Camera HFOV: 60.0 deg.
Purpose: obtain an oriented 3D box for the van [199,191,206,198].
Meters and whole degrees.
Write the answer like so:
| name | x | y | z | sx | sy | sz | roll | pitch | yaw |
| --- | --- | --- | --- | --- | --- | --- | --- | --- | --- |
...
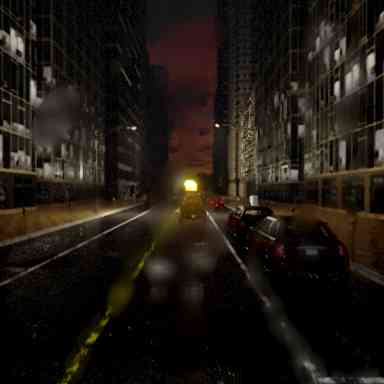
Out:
| name | x | y | z | sx | sy | sz | roll | pitch | yaw |
| --- | --- | --- | --- | --- | --- | --- | --- | --- | --- |
| van | 2.652 | 0.624 | 83.398 | 1.690 | 1.788 | 3.998 | 0 | 1 | 0 |

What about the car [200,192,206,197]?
| name | x | y | z | sx | sy | sz | roll | pitch | yaw |
| --- | --- | --- | --- | --- | --- | --- | --- | --- | --- |
| car | 2.665 | 1.112 | 54.938 | 1.947 | 1.339 | 4.313 | 0 | 1 | 0 |

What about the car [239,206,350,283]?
| name | x | y | z | sx | sy | sz | roll | pitch | yaw |
| --- | --- | --- | --- | --- | --- | --- | --- | --- | --- |
| car | 2.686 | 1.366 | 9.400 | 1.967 | 1.590 | 4.097 | 0 | 0 | 0 |

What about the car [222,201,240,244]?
| name | x | y | z | sx | sy | sz | roll | pitch | yaw |
| --- | --- | --- | --- | --- | --- | --- | --- | --- | --- |
| car | 2.683 | 1.322 | 15.092 | 1.967 | 1.590 | 4.097 | 0 | 0 | 0 |

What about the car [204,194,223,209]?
| name | x | y | z | sx | sy | sz | roll | pitch | yaw |
| --- | --- | --- | --- | --- | --- | --- | --- | --- | --- |
| car | 2.673 | 1.241 | 37.862 | 1.887 | 1.381 | 4.507 | 0 | 0 | 0 |

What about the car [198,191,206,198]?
| name | x | y | z | sx | sy | sz | roll | pitch | yaw |
| --- | --- | --- | --- | --- | --- | --- | --- | --- | --- |
| car | 2.650 | 0.668 | 89.089 | 1.967 | 1.590 | 4.097 | 0 | 1 | 0 |

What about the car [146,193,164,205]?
| name | x | y | z | sx | sy | sz | roll | pitch | yaw |
| --- | --- | --- | --- | --- | --- | --- | --- | --- | --- |
| car | -5.713 | 1.142 | 49.249 | 1.887 | 1.381 | 4.507 | 0 | 1 | 0 |

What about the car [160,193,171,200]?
| name | x | y | z | sx | sy | sz | roll | pitch | yaw |
| --- | --- | --- | --- | --- | --- | --- | --- | --- | --- |
| car | -5.724 | 0.957 | 72.019 | 1.947 | 1.339 | 4.313 | 0 | 1 | 0 |

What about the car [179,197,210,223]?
| name | x | y | z | sx | sy | sz | roll | pitch | yaw |
| --- | --- | --- | --- | --- | --- | --- | --- | --- | --- |
| car | 0.087 | 1.341 | 23.445 | 1.812 | 1.442 | 4.674 | 0 | 1 | 0 |

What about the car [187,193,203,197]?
| name | x | y | z | sx | sy | sz | roll | pitch | yaw |
| --- | --- | --- | --- | --- | --- | --- | --- | --- | --- |
| car | 0.080 | 1.173 | 41.205 | 1.837 | 1.490 | 4.892 | 0 | 1 | 0 |

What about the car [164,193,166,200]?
| name | x | y | z | sx | sy | sz | roll | pitch | yaw |
| --- | --- | --- | --- | --- | --- | --- | --- | --- | --- |
| car | -5.716 | 1.129 | 54.942 | 1.802 | 1.307 | 4.206 | 0 | 1 | 0 |

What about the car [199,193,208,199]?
| name | x | y | z | sx | sy | sz | roll | pitch | yaw |
| --- | --- | --- | --- | --- | --- | --- | --- | --- | --- |
| car | 2.655 | 0.903 | 77.706 | 1.947 | 1.339 | 4.313 | 0 | 1 | 0 |

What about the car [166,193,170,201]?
| name | x | y | z | sx | sy | sz | roll | pitch | yaw |
| --- | --- | --- | --- | --- | --- | --- | --- | --- | --- |
| car | -5.721 | 0.988 | 66.326 | 1.887 | 1.381 | 4.507 | 0 | 1 | 0 |
